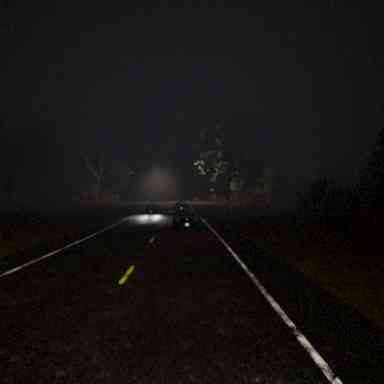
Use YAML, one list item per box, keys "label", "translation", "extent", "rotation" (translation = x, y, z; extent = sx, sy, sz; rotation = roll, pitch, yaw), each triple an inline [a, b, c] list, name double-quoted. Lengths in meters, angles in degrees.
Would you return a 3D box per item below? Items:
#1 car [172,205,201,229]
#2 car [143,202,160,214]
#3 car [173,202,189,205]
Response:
- label: "car"
  translation: [-0.407, 1.816, 23.537]
  extent: [1.895, 1.301, 4.718]
  rotation: [0, 0, -2]
- label: "car"
  translation: [-4.880, 1.946, 40.344]
  extent: [1.895, 1.301, 4.718]
  rotation: [0, 0, -4]
- label: "car"
  translation: [-1.360, 1.912, 41.223]
  extent: [1.994, 1.385, 4.181]
  rotation: [0, 0, -4]
